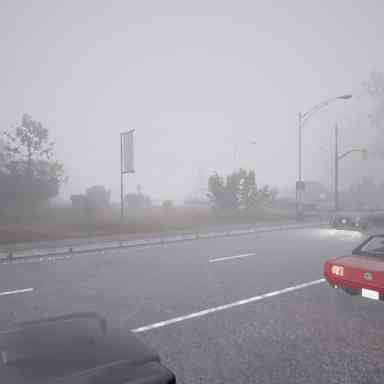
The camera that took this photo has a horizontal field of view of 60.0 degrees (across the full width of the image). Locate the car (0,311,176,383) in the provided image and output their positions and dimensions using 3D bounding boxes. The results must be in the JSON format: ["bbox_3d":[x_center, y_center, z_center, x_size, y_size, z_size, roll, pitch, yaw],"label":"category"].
[{"bbox_3d":[-2.376,1.601,2.041,4.718,1.301,1.895,0,0,-36],"label":"car"}]

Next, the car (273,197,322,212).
[{"bbox_3d":[10.767,1.279,35.351,1.882,1.535,5.008,-1,0,-39],"label":"car"}]

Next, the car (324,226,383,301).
[{"bbox_3d":[5.072,1.570,7.378,4.718,1.301,1.895,0,0,-36],"label":"car"}]

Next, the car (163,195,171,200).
[{"bbox_3d":[-6.684,1.328,74.005,1.895,1.301,4.718,-1,0,-38],"label":"car"}]

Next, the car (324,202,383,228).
[{"bbox_3d":[10.105,1.444,19.788,4.181,1.385,1.994,-1,0,-37],"label":"car"}]

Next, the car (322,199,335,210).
[{"bbox_3d":[14.895,1.372,35.806,1.895,1.301,4.718,-1,0,-39],"label":"car"}]

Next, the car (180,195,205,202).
[{"bbox_3d":[0.046,1.275,65.737,2.033,1.411,5.357,-1,0,-38],"label":"car"}]

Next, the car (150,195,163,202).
[{"bbox_3d":[-8.579,1.335,65.144,2.033,1.411,5.357,-1,0,-39],"label":"car"}]

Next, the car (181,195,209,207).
[{"bbox_3d":[0.843,1.409,47.686,1.895,1.301,4.718,-1,0,-39],"label":"car"}]
